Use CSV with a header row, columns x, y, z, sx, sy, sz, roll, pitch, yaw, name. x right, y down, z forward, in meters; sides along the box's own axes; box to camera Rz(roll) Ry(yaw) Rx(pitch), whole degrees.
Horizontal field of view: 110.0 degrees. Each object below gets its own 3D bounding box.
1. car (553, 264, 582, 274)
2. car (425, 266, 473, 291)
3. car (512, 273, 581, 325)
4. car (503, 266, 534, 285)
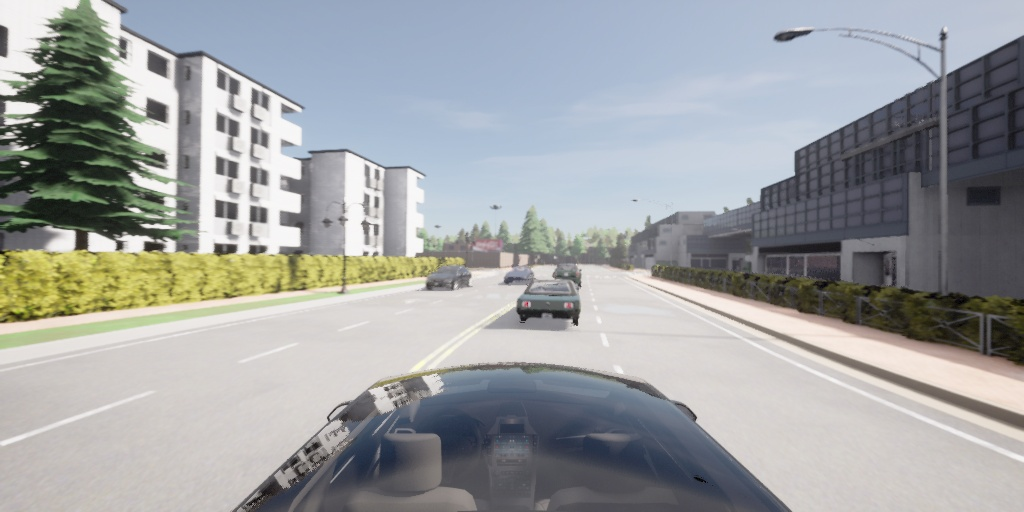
x,y,z,sx,sy,sz,roll,pitch,yaw,name
4.223,1.356,27.326,2.097,1.767,4.553,0,0,11,car
-3.937,1.392,23.167,1.837,1.490,4.892,0,0,11,car
1.393,1.454,12.456,1.895,1.301,4.718,0,0,10,car
0.699,1.526,28.597,2.033,1.411,5.357,0,0,11,car
